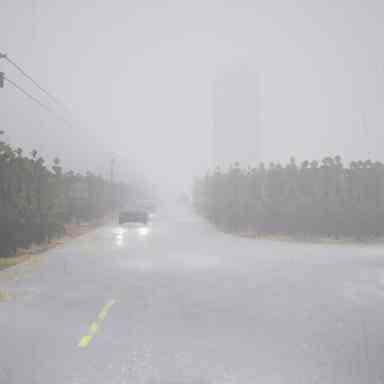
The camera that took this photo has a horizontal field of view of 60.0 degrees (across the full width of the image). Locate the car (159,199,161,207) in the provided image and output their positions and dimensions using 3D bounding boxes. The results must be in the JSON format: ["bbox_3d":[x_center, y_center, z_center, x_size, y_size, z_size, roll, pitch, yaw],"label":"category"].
[{"bbox_3d":[-5.685,1.477,49.281,1.882,1.535,5.008,0,1,-1],"label":"car"}]

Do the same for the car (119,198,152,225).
[{"bbox_3d":[-4.193,1.477,24.525,1.882,1.535,5.008,0,0,-4],"label":"car"}]

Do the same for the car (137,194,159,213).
[{"bbox_3d":[-5.204,1.223,37.477,2.150,2.045,5.566,0,0,-3],"label":"car"}]

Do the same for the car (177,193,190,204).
[{"bbox_3d":[-1.715,1.220,65.221,2.150,2.045,5.566,0,0,4],"label":"car"}]
